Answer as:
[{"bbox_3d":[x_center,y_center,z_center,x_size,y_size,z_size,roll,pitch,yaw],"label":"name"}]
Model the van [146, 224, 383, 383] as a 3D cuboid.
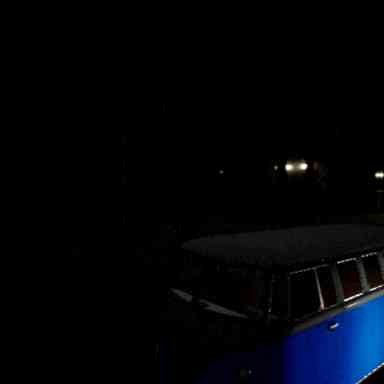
[{"bbox_3d":[1.424,1.350,4.051,3.998,1.788,1.690,0,0,-39],"label":"van"}]
